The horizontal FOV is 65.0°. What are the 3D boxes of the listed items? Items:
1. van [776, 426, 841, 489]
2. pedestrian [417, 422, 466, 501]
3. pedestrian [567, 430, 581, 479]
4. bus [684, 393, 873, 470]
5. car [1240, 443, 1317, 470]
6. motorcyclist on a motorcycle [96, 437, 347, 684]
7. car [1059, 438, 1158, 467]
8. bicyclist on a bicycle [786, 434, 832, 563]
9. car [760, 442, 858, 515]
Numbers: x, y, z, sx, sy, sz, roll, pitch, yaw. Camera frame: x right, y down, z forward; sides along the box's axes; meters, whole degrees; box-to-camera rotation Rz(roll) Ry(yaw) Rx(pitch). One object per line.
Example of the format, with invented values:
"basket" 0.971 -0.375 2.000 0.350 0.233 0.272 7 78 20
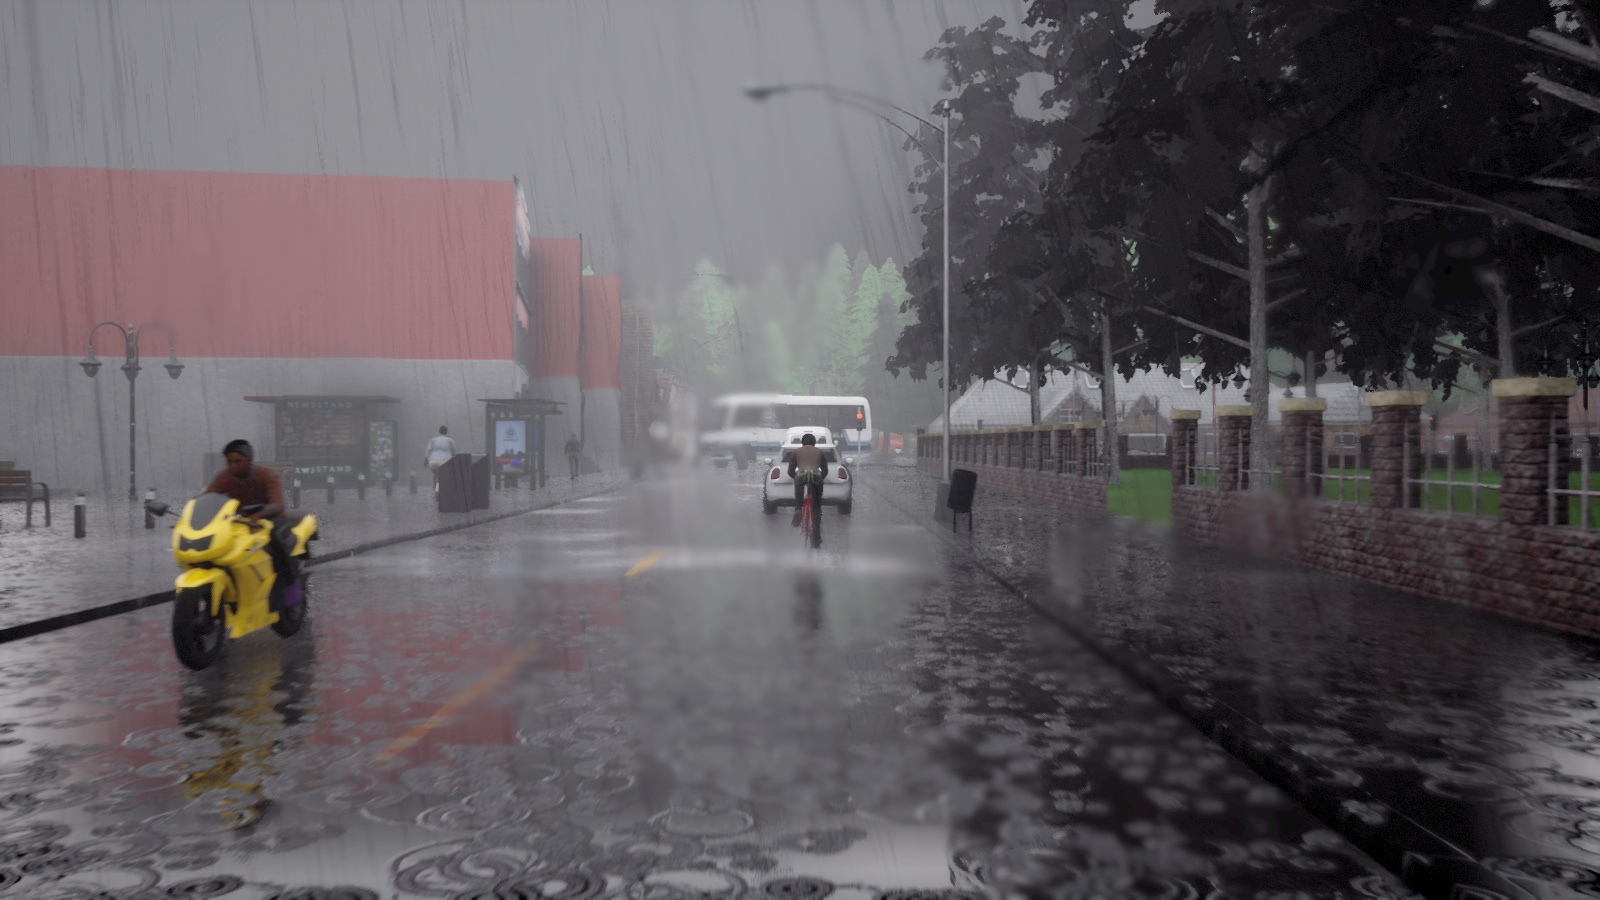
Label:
"van" 0.296 0.231 42.478 2.069 2.038 4.480 0 0 1
"pedestrian" -8.550 0.264 29.995 0.874 1.855 0.900 0 0 3
"pedestrian" -8.629 0.179 47.946 0.376 1.854 0.720 0 0 0
"bus" -1.190 -1.036 72.975 10.273 4.253 3.944 -1 0 -29
"car" 27.034 0.382 71.013 3.633 1.501 1.845 0 0 -1
"motorcyclist on a motorcycle" -3.935 0.676 8.765 0.797 1.523 2.044 0 0 0
"car" 17.416 0.139 71.070 5.027 1.651 2.152 0 0 -1
"bicyclist on a bicycle" 0.116 0.606 16.587 0.582 1.620 1.656 0 0 0
"car" 0.188 0.560 27.023 1.970 1.475 3.806 0 0 0
